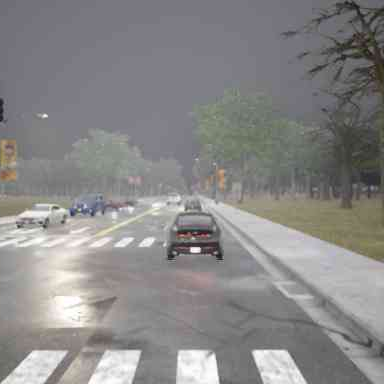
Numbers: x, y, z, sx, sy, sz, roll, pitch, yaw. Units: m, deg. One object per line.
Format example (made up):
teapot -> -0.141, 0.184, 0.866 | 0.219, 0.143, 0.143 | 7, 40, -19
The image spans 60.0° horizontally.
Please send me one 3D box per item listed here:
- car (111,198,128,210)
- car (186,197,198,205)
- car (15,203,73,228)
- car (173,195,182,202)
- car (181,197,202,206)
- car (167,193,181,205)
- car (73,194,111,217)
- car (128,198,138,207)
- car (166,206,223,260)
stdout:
car -> -9.776, 1.606, 41.869 | 1.895, 1.301, 4.718 | 0, 0, 1
car -> 0.061, 1.569, 61.129 | 2.033, 1.411, 5.357 | 0, 0, 0
car -> -9.847, 1.524, 22.185 | 1.812, 1.442, 4.674 | 0, 0, 0
car -> -3.254, 1.514, 76.909 | 1.882, 1.535, 5.008 | 0, 0, 0
car -> 0.098, 1.495, 39.106 | 2.128, 1.511, 4.902 | 0, 0, 0
car -> -3.204, 1.244, 59.814 | 2.150, 2.045, 5.566 | 0, 0, 0
car -> -9.835, 1.222, 31.987 | 2.150, 2.045, 5.566 | 0, 0, 1
car -> -9.752, 1.615, 52.187 | 1.895, 1.301, 4.718 | 0, 0, 0
car -> 0.099, 1.503, 12.476 | 1.837, 1.490, 4.892 | 0, 0, 0
